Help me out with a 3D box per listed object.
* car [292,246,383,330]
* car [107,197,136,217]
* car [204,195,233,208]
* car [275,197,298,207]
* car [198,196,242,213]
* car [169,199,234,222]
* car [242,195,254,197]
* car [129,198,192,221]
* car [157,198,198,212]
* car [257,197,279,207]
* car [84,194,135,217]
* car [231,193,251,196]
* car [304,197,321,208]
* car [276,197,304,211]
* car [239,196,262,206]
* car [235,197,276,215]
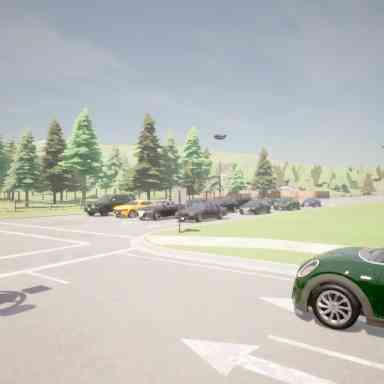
[{"bbox_3d":[4.032,1.352,5.414,4.553,1.767,2.097,0,0,35],"label":"car"},{"bbox_3d":[-4.893,1.478,30.324,1.882,1.535,5.008,0,0,36],"label":"car"},{"bbox_3d":[3.932,1.352,48.259,2.097,1.767,4.553,0,0,36],"label":"car"},{"bbox_3d":[14.533,1.526,50.841,1.812,1.442,4.674,0,0,37],"label":"car"},{"bbox_3d":[3.057,1.478,35.245,1.882,1.535,5.008,0,0,36],"label":"car"},{"bbox_3d":[0.884,1.547,26.366,2.033,1.411,5.357,0,0,36],"label":"car"},{"bbox_3d":[8.639,1.491,42.848,2.128,1.511,4.902,0,0,36],"label":"car"},{"bbox_3d":[-2.504,1.491,27.666,2.128,1.511,4.902,0,0,36],"label":"car"},{"bbox_3d":[-1.706,1.547,40.585,2.033,1.411,5.357,0,0,36],"label":"car"},{"bbox_3d":[12.383,1.564,53.813,1.994,1.385,4.181,0,0,37],"label":"car"},{"bbox_3d":[-7.726,1.221,32.379,2.150,2.045,5.566,0,0,36],"label":"car"},{"bbox_3d":[6.409,1.221,45.724,2.150,2.045,5.566,0,0,36],"label":"car"},{"bbox_3d":[17.707,1.526,49.244,1.812,1.442,4.674,0,0,37],"label":"car"},{"bbox_3d":[11.794,1.352,41.227,2.097,1.767,4.553,0,0,36],"label":"car"},{"bbox_3d":[9.971,1.478,56.435,1.882,1.535,5.008,0,0,37],"label":"car"},{"bbox_3d":[6.564,1.526,34.090,1.812,1.442,4.674,0,0,36],"label":"car"}]
